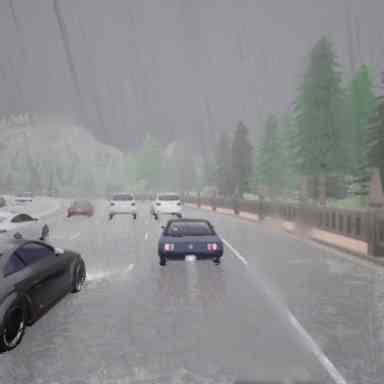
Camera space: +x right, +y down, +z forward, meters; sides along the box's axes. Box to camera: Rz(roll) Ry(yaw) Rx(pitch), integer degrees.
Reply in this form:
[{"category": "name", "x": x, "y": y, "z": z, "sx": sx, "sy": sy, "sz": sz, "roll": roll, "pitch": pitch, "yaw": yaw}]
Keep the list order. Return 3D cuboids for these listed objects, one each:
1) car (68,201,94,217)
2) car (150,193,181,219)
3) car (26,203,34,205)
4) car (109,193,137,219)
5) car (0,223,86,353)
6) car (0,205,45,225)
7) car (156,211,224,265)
[{"category": "car", "x": -9.782, "y": 1.438, "z": 29.525, "sx": 1.994, "sy": 1.385, "sz": 4.181, "roll": 0, "pitch": 0, "yaw": -13}, {"category": "car", "x": -2.281, "y": 1.101, "z": 28.214, "sx": 2.150, "sy": 2.045, "sz": 5.566, "roll": 0, "pitch": 0, "yaw": -11}, {"category": "car", "x": -21.545, "y": 1.039, "z": 42.953, "sx": 2.150, "sy": 2.045, "sz": 5.566, "roll": 0, "pitch": 0, "yaw": -22}, {"category": "car", "x": -5.826, "y": 1.102, "z": 28.142, "sx": 2.150, "sy": 2.045, "sz": 5.566, "roll": 0, "pitch": 0, "yaw": -12}, {"category": "car", "x": -3.449, "y": 1.538, "z": 6.092, "sx": 1.994, "sy": 1.385, "sz": 4.181, "roll": 0, "pitch": 0, "yaw": -1}, {"category": "car", "x": -7.303, "y": 1.469, "z": 13.184, "sx": 1.812, "sy": 1.442, "sz": 4.674, "roll": 0, "pitch": 0, "yaw": -4}, {"category": "car", "x": -0.140, "y": 1.552, "z": 11.509, "sx": 1.895, "sy": 1.301, "sz": 4.718, "roll": 0, "pitch": 0, "yaw": -3}]
